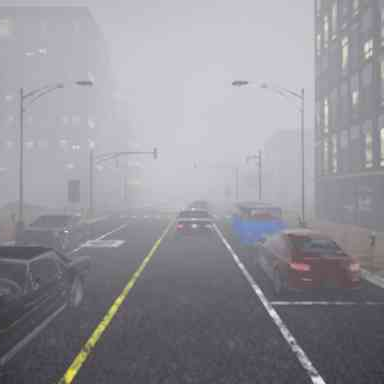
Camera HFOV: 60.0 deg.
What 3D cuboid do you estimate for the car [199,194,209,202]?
[{"bbox_3d":[2.697,1.365,75.464,2.192,1.841,5.009,0,0,0],"label":"car"}]

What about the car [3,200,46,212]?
[{"bbox_3d":[-17.464,1.530,34.872,4.206,1.307,1.802,0,0,0],"label":"car"}]

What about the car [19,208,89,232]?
[{"bbox_3d":[-5.686,1.566,14.086,1.947,1.339,4.313,0,0,0],"label":"car"}]

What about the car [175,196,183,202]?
[{"bbox_3d":[-2.997,1.576,76.138,2.128,1.511,4.902,0,0,0],"label":"car"}]

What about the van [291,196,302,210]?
[{"bbox_3d":[14.902,1.420,43.330,3.998,1.788,1.690,0,0,0],"label":"van"}]

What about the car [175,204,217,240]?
[{"bbox_3d":[0.102,1.547,17.048,2.033,1.411,5.357,0,0,0],"label":"car"}]

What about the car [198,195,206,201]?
[{"bbox_3d":[2.697,1.630,92.081,2.008,1.369,4.403,0,0,0],"label":"car"}]

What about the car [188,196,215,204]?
[{"bbox_3d":[1.065,1.472,31.612,1.882,1.535,5.008,0,0,14],"label":"car"}]

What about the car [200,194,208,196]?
[{"bbox_3d":[2.696,1.554,59.017,1.752,1.417,4.829,0,0,0],"label":"car"}]

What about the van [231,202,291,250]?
[{"bbox_3d":[2.662,1.341,14.060,1.690,1.788,3.998,0,0,0],"label":"van"}]

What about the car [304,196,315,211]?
[{"bbox_3d":[14.924,1.354,34.951,5.009,1.841,2.192,0,0,0],"label":"car"}]

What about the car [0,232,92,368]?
[{"bbox_3d":[-3.100,1.600,5.023,1.895,1.301,4.718,0,0,0],"label":"car"}]

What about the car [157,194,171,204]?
[{"bbox_3d":[-5.685,1.560,64.215,1.752,1.417,4.829,0,0,0],"label":"car"}]

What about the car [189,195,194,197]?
[{"bbox_3d":[0.005,1.591,85.648,1.812,1.442,4.674,0,0,0],"label":"car"}]

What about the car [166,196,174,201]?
[{"bbox_3d":[-5.684,1.619,86.542,2.008,1.369,4.403,0,0,0],"label":"car"}]

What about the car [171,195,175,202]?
[{"bbox_3d":[-5.683,1.365,75.464,2.192,1.841,5.009,0,0,0],"label":"car"}]

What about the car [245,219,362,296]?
[{"bbox_3d":[2.661,1.581,8.371,1.802,1.307,4.206,0,0,0],"label":"car"}]

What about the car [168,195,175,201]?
[{"bbox_3d":[-5.683,1.604,91.911,1.752,1.417,4.829,0,0,0],"label":"car"}]
